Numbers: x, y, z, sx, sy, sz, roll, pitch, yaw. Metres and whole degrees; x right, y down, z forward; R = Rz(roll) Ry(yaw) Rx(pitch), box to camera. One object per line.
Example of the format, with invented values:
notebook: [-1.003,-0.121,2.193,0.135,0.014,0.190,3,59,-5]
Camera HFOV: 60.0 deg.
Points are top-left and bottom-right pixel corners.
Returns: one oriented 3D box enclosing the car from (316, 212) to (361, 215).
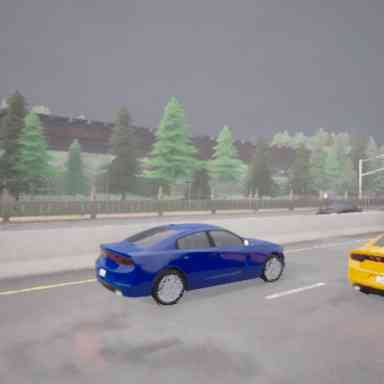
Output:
car: [13.797,1.758,30.839,5.357,1.411,2.033,1,0,-35]

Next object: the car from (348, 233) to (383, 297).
car: [5.663,1.545,7.765,5.008,1.535,1.882,0,0,-35]

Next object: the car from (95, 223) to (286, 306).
car: [0.204,1.507,8.181,5.008,1.535,1.882,1,0,-35]
